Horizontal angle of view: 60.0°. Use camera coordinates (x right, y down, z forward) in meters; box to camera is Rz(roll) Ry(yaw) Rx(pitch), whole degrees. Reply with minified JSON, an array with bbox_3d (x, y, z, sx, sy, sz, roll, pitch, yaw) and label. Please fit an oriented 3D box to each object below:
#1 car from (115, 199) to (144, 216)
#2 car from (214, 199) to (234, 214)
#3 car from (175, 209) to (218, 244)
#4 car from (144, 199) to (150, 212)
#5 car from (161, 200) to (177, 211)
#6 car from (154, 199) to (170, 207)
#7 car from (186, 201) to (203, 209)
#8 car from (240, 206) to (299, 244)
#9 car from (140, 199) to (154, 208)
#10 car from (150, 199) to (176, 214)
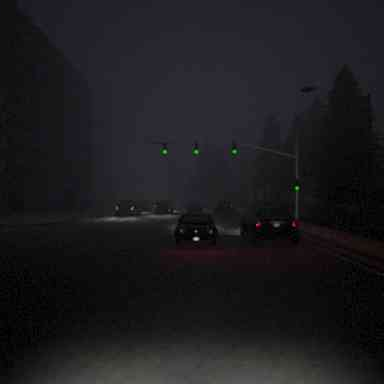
[{"bbox_3d":[-6.889,1.667,35.962,2.097,1.767,4.553,0,0,1],"label":"car"},{"bbox_3d":[3.828,1.684,40.550,2.097,1.767,4.553,0,0,0],"label":"car"},{"bbox_3d":[0.194,1.749,16.716,1.895,1.301,4.718,0,0,0],"label":"car"},{"bbox_3d":[-6.781,1.944,45.738,2.033,1.411,5.357,0,0,1],"label":"car"},{"bbox_3d":[-3.303,1.964,48.986,2.033,1.411,5.357,0,0,0],"label":"car"},{"bbox_3d":[-5.858,2.056,64.370,1.837,1.490,4.892,0,-1,-22],"label":"car"},{"bbox_3d":[0.330,1.833,40.840,2.128,1.511,4.902,0,0,0],"label":"car"},{"bbox_3d":[3.696,1.485,16.596,2.097,1.767,4.553,0,0,0],"label":"car"},{"bbox_3d":[-8.093,1.995,59.886,1.882,1.535,5.008,0,0,-15],"label":"car"},{"bbox_3d":[-3.345,1.690,39.551,2.097,1.767,4.553,0,0,1],"label":"car"}]
